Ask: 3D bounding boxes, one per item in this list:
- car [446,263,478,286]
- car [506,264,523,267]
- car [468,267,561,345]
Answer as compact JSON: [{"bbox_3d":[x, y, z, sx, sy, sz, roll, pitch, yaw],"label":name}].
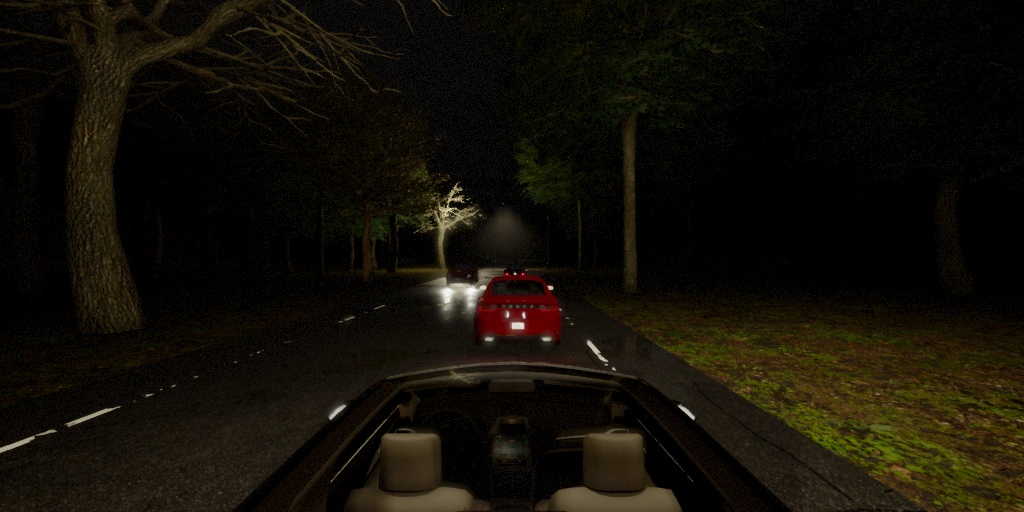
[{"bbox_3d":[-3.504,1.273,25.910,1.882,1.535,5.008,0,0,0],"label":"car"},{"bbox_3d":[0.209,1.352,28.294,2.033,1.411,5.357,0,0,0],"label":"car"},{"bbox_3d":[0.130,1.235,9.559,1.882,1.535,5.008,0,0,0],"label":"car"}]
